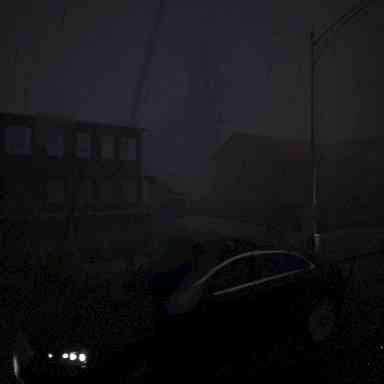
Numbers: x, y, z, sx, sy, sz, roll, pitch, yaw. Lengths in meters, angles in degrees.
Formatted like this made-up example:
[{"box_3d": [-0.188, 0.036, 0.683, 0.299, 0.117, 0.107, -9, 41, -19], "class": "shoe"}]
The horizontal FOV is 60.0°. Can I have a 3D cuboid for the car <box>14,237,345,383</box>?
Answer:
[{"box_3d": [0.232, 1.476, 4.769, 4.902, 1.511, 2.128, 0, 0, -35], "class": "car"}]

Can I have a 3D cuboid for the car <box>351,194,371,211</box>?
[{"box_3d": [14.676, 0.952, 31.271, 1.845, 1.501, 3.633, 0, 0, -35], "class": "car"}]

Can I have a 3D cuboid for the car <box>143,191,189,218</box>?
[{"box_3d": [-2.058, 0.905, 22.101, 3.866, 1.878, 1.905, 0, 0, -35], "class": "car"}]
